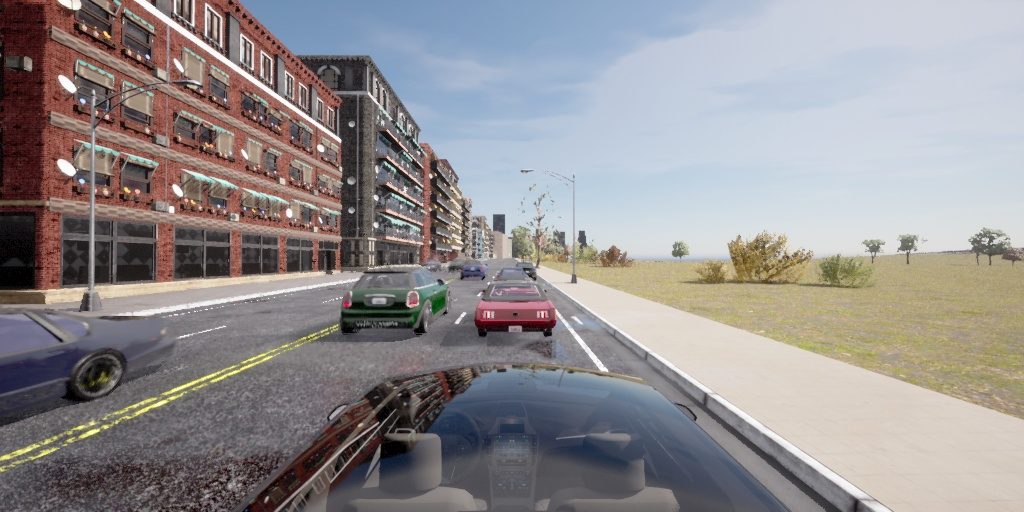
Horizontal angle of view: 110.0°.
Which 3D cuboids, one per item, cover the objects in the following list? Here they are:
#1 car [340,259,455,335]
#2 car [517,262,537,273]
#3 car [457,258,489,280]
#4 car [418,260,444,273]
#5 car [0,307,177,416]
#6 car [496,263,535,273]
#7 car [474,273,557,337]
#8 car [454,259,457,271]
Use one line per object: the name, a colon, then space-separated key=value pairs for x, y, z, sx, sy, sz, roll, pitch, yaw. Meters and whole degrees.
car: x=-3.178 y=1.104 z=10.694 sx=2.097 sy=1.767 sz=4.553 roll=0 pitch=0 yaw=0
car: x=1.052 y=1.259 z=30.298 sx=1.837 sy=1.490 sz=4.892 roll=0 pitch=0 yaw=0
car: x=-3.238 y=1.105 z=31.744 sx=2.097 sy=1.767 sz=4.553 roll=0 pitch=0 yaw=0
car: x=-9.977 y=1.245 z=44.474 sx=2.128 sy=1.511 sz=4.902 roll=0 pitch=0 yaw=0
car: x=-6.605 y=1.298 z=3.645 sx=2.033 sy=1.411 sz=5.357 roll=0 pitch=0 yaw=0
car: x=0.036 y=1.317 z=20.305 sx=1.994 sy=1.385 sz=4.181 roll=0 pitch=0 yaw=0
car: x=0.075 y=1.352 z=10.274 sx=1.895 sy=1.301 sz=4.718 roll=0 pitch=0 yaw=0
car: x=-6.729 y=1.105 z=45.299 sx=2.097 sy=1.767 sz=4.553 roll=0 pitch=0 yaw=0
